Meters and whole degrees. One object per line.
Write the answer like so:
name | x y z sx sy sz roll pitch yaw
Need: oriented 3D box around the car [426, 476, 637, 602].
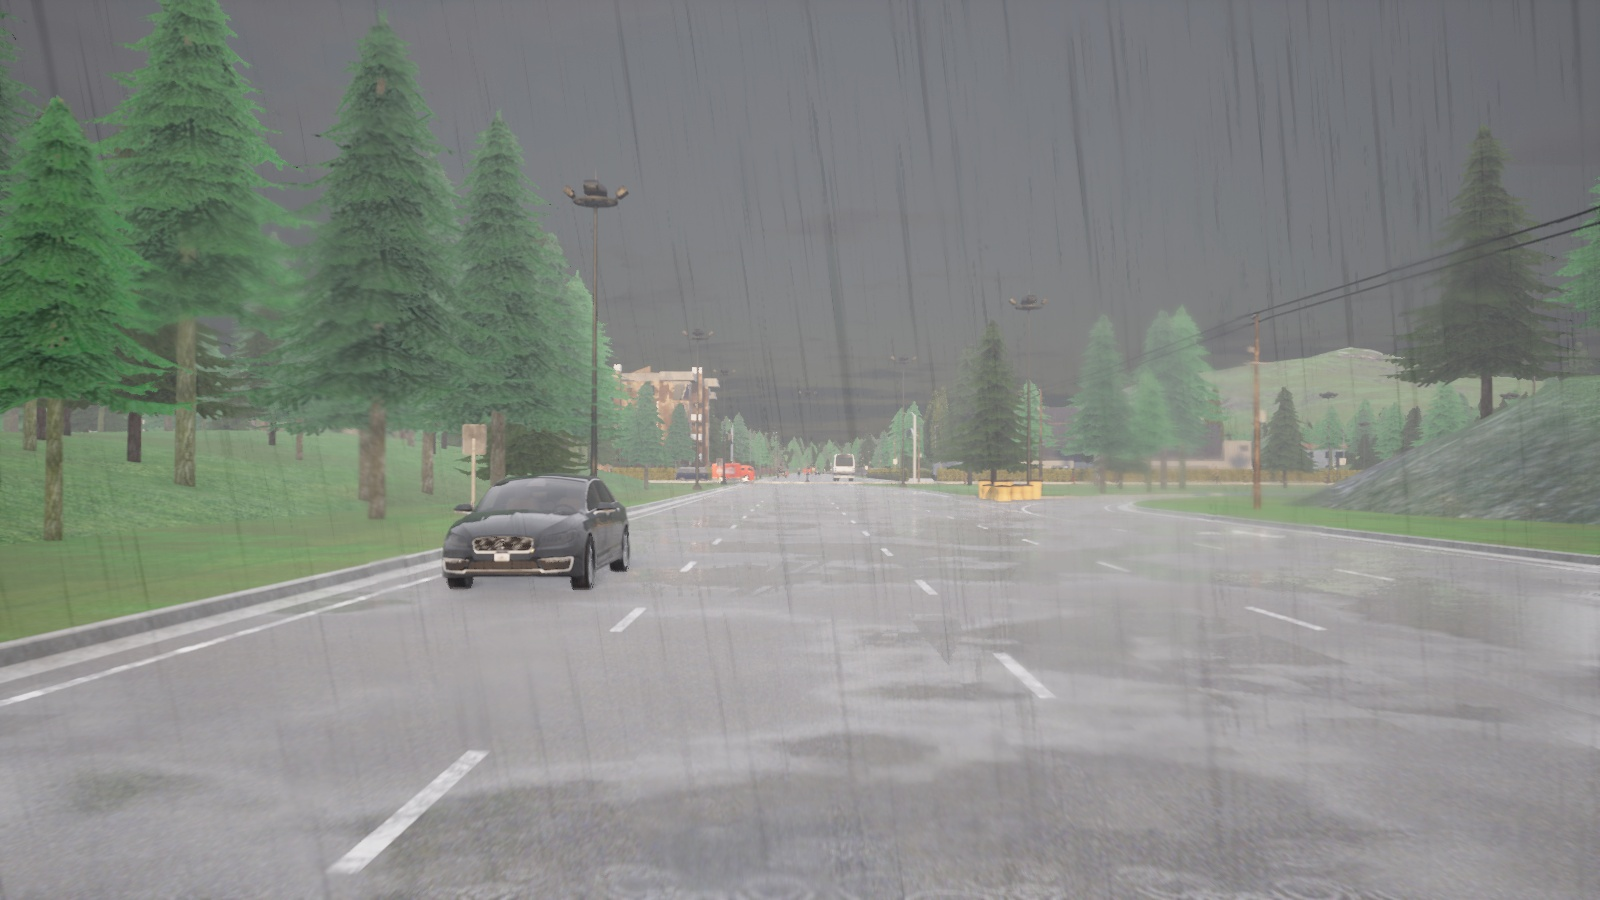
car | -3.578 1.130 17.697 1.837 1.490 4.892 -1 -1 1
